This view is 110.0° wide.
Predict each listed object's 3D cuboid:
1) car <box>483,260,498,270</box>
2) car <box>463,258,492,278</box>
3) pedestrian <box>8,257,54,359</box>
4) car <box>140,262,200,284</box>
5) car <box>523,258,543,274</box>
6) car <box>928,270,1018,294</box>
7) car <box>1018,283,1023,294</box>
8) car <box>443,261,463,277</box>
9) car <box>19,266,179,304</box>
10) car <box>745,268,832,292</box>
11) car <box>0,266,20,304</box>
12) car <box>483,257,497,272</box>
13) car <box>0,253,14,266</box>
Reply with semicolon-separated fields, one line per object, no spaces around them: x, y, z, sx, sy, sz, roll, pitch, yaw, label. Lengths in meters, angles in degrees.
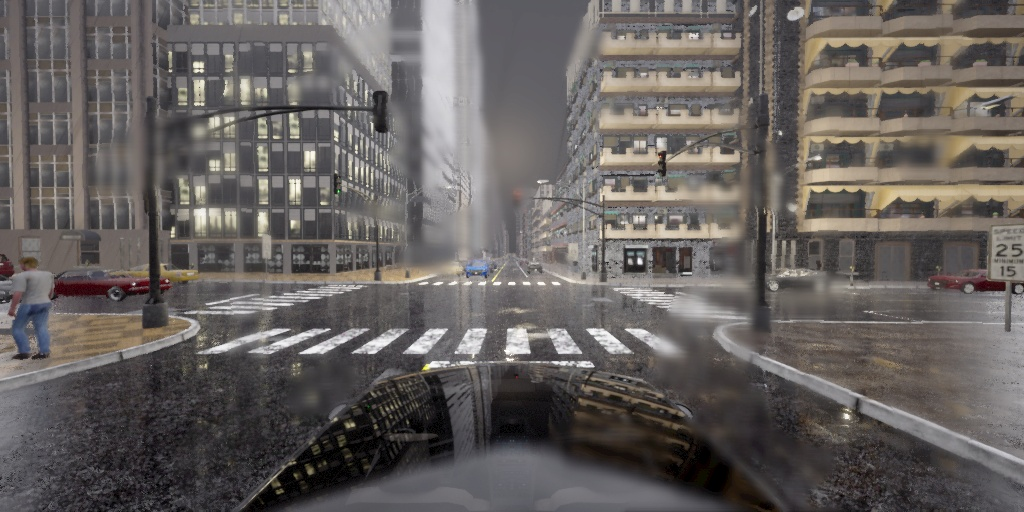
-3.190;1.337;53.619;1.895;1.301;4.718;0;0;0;car
-3.153;1.218;33.638;1.882;1.535;5.008;0;0;-1;car
-8.509;0.890;6.323;0.375;1.860;0.375;-1;1;0;pedestrian
-21.706;1.029;21.652;4.829;1.417;1.751;0;0;1;car
2.612;1.289;41.672;2.007;1.370;4.403;0;0;0;car
27.336;1.462;21.095;4.507;1.381;1.888;0;0;1;car
21.694;1.576;12.783;4.313;1.339;1.948;0;0;1;car
-5.757;1.265;35.832;1.751;1.417;4.829;0;0;0;car
-18.051;1.231;15.844;4.718;1.301;1.895;0;1;1;car
16.271;1.375;21.228;4.403;1.370;2.007;0;0;1;car
-20.309;1.204;13.322;4.403;1.370;2.007;0;0;1;car
-3.172;1.230;43.329;2.128;1.511;4.902;0;0;0;car
-33.653;0.712;21.834;5.009;1.841;2.192;0;0;1;car
